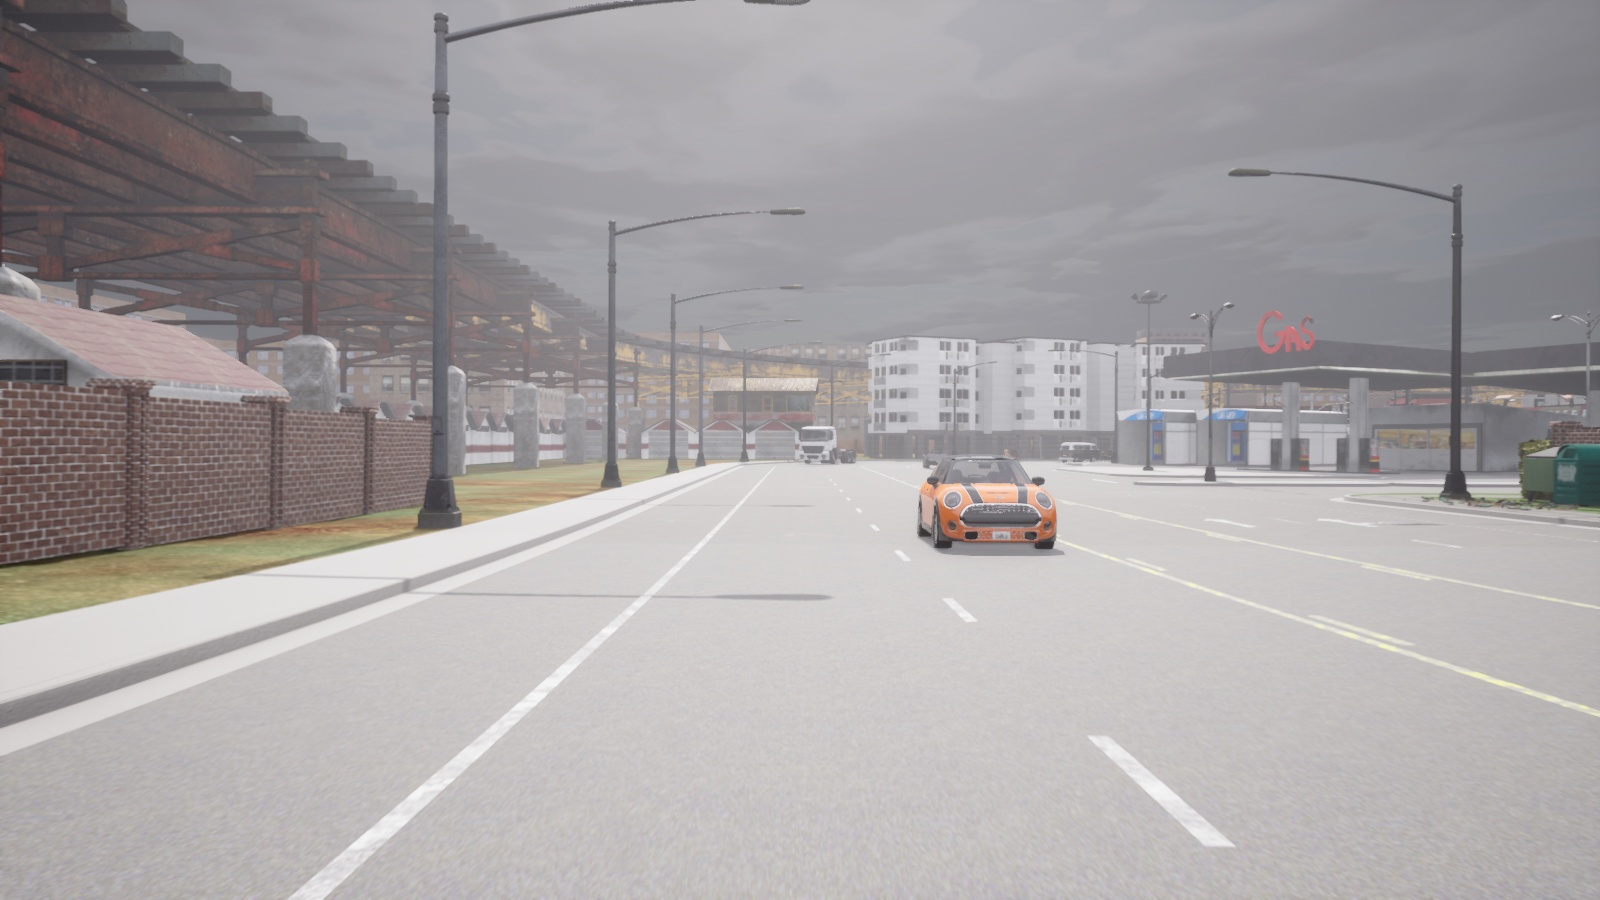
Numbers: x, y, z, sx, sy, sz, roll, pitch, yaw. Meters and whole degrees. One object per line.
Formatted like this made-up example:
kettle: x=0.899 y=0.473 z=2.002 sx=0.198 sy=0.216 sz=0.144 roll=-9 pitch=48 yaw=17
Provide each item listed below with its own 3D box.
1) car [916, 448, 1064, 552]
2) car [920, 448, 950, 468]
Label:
car: x=3.446 y=0.852 z=23.661 sx=2.097 sy=1.767 sz=4.553 roll=0 pitch=0 yaw=0
car: x=10.286 y=0.584 z=95.757 sx=1.845 sy=1.501 sz=3.633 roll=0 pitch=0 yaw=0
